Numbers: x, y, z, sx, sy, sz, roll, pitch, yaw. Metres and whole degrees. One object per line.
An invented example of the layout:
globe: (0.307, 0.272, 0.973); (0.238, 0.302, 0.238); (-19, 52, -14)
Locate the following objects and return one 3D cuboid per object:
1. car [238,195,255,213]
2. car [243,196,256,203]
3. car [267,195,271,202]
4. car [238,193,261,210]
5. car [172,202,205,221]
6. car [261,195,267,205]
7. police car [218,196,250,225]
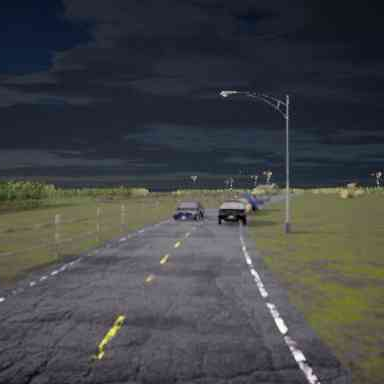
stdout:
car: (5.005, 1.383, 33.537); (1.801, 1.575, 5.366); (0, 0, 14)
car: (11.440, 1.413, 66.172); (1.895, 1.301, 4.718); (0, 0, 18)
car: (14.972, 1.249, 68.325); (1.994, 1.385, 4.181); (0, 0, 18)
car: (6.494, 1.137, 39.089); (2.150, 2.045, 5.566); (0, 0, 16)
car: (-0.120, 1.486, 26.957); (2.033, 1.411, 5.357); (0, 0, 11)
car: (10.772, 1.215, 55.298); (2.097, 1.767, 4.553); (0, 0, 18)
police car: (2.959, 1.381, 23.822); (1.930, 1.638, 5.238); (0, 0, 10)
